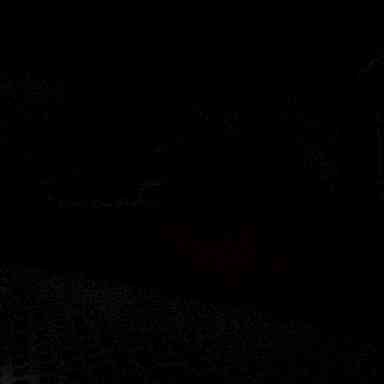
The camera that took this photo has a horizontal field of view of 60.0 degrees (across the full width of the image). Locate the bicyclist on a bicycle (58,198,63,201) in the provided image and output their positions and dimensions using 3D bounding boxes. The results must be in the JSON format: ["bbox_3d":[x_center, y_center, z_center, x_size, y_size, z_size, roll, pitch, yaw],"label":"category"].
[{"bbox_3d":[-9.537,1.275,24.405,1.656,1.620,0.582,-3,-2,22],"label":"bicyclist on a bicycle"}]

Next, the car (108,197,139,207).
[{"bbox_3d":[-8.538,1.708,42.545,2.150,2.045,5.566,-2,-2,22],"label":"car"}]

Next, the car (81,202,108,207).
[{"bbox_3d":[-10.266,1.649,30.421,1.882,1.535,5.008,-2,-2,22],"label":"car"}]
